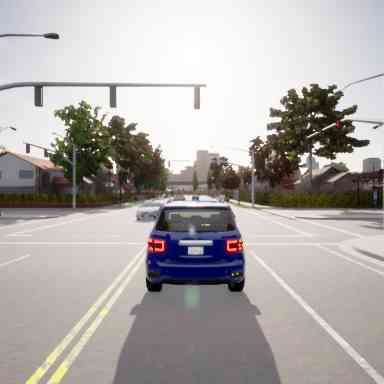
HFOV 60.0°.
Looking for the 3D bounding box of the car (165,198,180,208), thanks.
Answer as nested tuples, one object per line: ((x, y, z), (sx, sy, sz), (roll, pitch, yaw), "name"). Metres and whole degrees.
((-2.892, 1.601, 50.223), (1.895, 1.301, 4.718), (0, 0, 0), "car")

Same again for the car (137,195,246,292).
((0.074, 1.222, 9.098), (2.150, 2.045, 5.566), (0, 0, 0), "car")

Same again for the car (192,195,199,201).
((0.961, 1.478, 88.056), (1.882, 1.535, 5.008), (0, 0, 0), "car")

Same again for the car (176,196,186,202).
((-2.598, 1.552, 79.340), (1.994, 1.385, 4.181), (0, 0, 0), "car")

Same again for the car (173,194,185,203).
((-2.673, 1.350, 69.042), (2.097, 1.767, 4.553), (0, 0, 1), "car")
